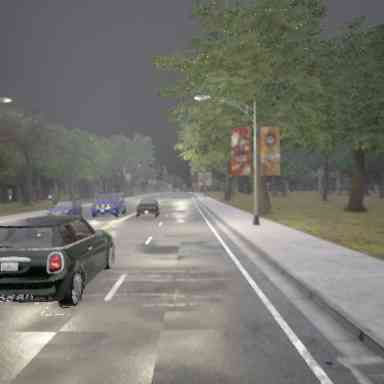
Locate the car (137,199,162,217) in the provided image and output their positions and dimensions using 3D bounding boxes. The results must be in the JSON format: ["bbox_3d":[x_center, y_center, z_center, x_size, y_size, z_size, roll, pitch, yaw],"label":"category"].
[{"bbox_3d":[-3.803,1.378,29.862,1.837,1.490,4.892,-1,0,-1],"label":"car"}]

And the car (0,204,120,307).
[{"bbox_3d":[-3.318,1.350,8.082,2.097,1.767,4.553,0,0,-1],"label":"car"}]

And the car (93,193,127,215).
[{"bbox_3d":[-7.238,1.127,29.455,2.150,2.045,5.566,-1,0,-1],"label":"car"}]

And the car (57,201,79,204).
[{"bbox_3d":[-10.451,1.472,27.701,1.812,1.442,4.674,0,0,-1],"label":"car"}]
